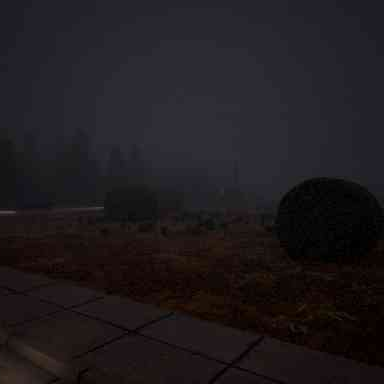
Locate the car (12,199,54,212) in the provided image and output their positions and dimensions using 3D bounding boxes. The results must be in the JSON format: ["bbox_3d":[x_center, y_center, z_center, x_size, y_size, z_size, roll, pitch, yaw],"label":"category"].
[{"bbox_3d":[-18.806,1.518,39.444,1.812,1.442,4.674,0,0,36],"label":"car"}]
